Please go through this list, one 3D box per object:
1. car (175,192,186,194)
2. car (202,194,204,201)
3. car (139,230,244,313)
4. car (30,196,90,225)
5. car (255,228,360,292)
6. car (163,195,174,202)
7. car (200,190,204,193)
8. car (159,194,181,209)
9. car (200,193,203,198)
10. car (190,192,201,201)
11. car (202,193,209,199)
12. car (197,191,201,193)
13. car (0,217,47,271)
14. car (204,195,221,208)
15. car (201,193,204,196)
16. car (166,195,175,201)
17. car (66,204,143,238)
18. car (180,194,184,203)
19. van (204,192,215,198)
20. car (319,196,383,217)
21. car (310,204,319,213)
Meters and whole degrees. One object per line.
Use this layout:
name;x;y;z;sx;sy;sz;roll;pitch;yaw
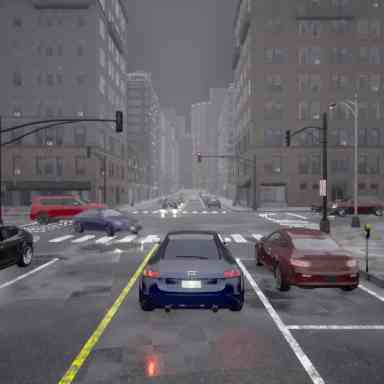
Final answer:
car;-2.612;1.354;64.150;2.128;1.511;4.902;0;0;1
car;3.136;1.436;56.983;1.887;1.381;4.507;0;0;0
car;0.003;1.562;7.750;1.994;1.385;4.181;0;0;0
car;-8.979;1.310;24.539;5.566;2.045;2.150;-1;1;0
car;2.760;1.580;8.671;1.802;1.307;4.206;0;0;0
car;-5.241;1.357;73.722;2.008;1.369;4.403;0;0;0
car;3.734;0.937;86.058;2.150;2.045;5.566;0;0;0
car;-2.832;1.436;43.856;1.837;1.490;4.892;0;0;2
car;3.284;1.388;73.645;1.802;1.307;4.206;0;0;0
car;0.525;1.318;74.319;1.812;1.442;4.674;0;0;0
car;3.828;1.143;93.029;1.882;1.535;5.008;0;0;0
car;0.612;1.087;84.320;2.128;1.511;4.902;0;0;0
car;-5.765;1.564;8.674;1.947;1.339;4.313;0;0;0
car;3.040;1.507;45.880;1.802;1.307;4.206;0;0;0
car;3.236;1.424;68.089;1.802;1.307;4.206;0;0;0
car;-5.193;1.348;79.274;1.802;1.307;4.206;0;0;0
car;-4.716;1.583;18.227;4.674;1.442;1.812;-1;-2;41
car;-2.746;1.427;53.760;1.812;1.442;4.674;0;0;0
van;3.088;1.249;51.431;1.690;1.788;3.998;0;0;0
car;13.553;1.124;27.918;4.553;1.767;2.097;-1;0;0
car;13.662;1.355;31.168;4.718;1.301;1.895;-1;0;0
